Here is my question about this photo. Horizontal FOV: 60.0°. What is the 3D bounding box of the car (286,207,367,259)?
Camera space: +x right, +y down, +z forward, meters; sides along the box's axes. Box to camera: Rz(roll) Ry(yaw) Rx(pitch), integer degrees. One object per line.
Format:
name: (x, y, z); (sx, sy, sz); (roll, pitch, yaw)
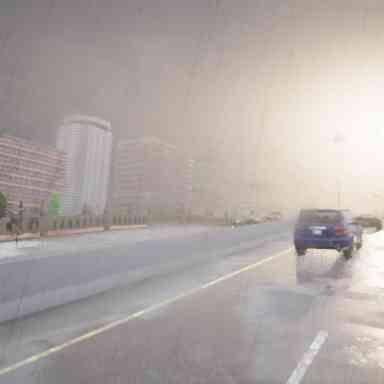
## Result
car: (6.290, 1.696, 15.073); (2.150, 2.045, 5.566); (-3, -3, 33)

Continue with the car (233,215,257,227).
car: (6.828, 3.673, 41.923); (2.128, 1.511, 4.902); (-3, -7, 33)

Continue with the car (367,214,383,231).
car: (16.264, 2.739, 30.491); (1.882, 1.535, 5.008); (-3, -6, 33)

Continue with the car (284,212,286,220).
car: (12.710, 3.414, 38.137); (2.128, 1.511, 4.902); (-3, -7, 33)

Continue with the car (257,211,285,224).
car: (10.398, 3.387, 40.996); (2.150, 2.045, 5.566); (-3, -7, 33)
